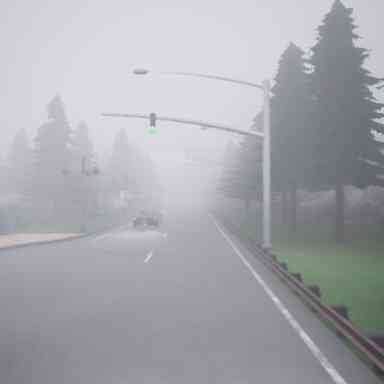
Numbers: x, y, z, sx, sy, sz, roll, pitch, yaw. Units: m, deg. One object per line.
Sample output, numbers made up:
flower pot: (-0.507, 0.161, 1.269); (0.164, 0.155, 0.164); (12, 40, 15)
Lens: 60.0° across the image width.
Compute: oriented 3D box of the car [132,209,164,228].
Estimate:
car: (-3.290, 1.980, 25.483); (1.895, 1.301, 4.718); (0, -1, 0)
